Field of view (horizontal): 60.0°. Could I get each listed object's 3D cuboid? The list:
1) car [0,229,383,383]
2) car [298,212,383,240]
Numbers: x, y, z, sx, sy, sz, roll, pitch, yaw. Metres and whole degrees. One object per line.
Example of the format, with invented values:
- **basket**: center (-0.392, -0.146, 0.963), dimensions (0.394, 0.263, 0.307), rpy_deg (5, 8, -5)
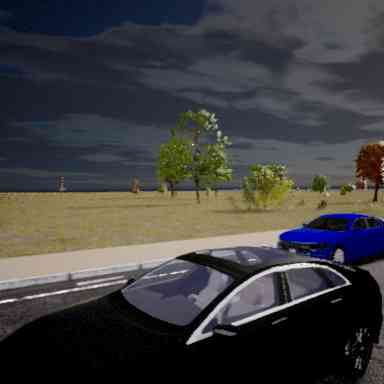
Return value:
- **car**: center (0.362, 1.490, 3.930), dimensions (4.902, 1.511, 2.128), rpy_deg (0, 0, -35)
- **car**: center (4.997, 1.469, 11.187), dimensions (5.008, 1.535, 1.882), rpy_deg (0, 0, -35)
